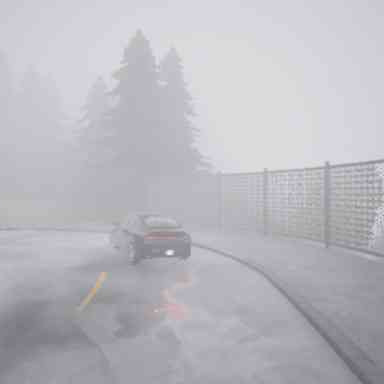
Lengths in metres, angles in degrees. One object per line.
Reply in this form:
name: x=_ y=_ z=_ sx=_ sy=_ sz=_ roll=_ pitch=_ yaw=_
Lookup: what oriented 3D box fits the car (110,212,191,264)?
car: x=-1.626 y=1.499 z=11.973 sx=1.837 sy=1.490 sz=4.892 roll=2 pitch=0 yaw=-24
